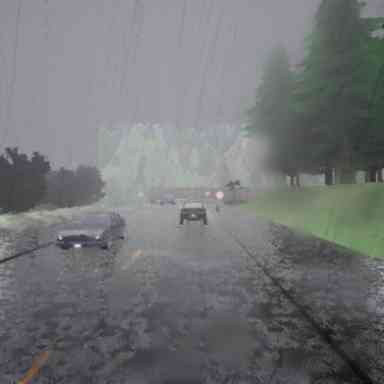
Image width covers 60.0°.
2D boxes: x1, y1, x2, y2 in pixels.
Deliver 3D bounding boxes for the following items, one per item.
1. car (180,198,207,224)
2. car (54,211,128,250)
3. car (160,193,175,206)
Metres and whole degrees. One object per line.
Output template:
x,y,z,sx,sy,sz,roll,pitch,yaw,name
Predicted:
0.097,1.471,25.101,1.882,1.535,5.008,0,0,0,car
-4.101,1.543,14.580,2.033,1.411,5.357,0,0,0,car
-4.148,1.207,56.286,2.150,2.045,5.566,0,0,0,car
